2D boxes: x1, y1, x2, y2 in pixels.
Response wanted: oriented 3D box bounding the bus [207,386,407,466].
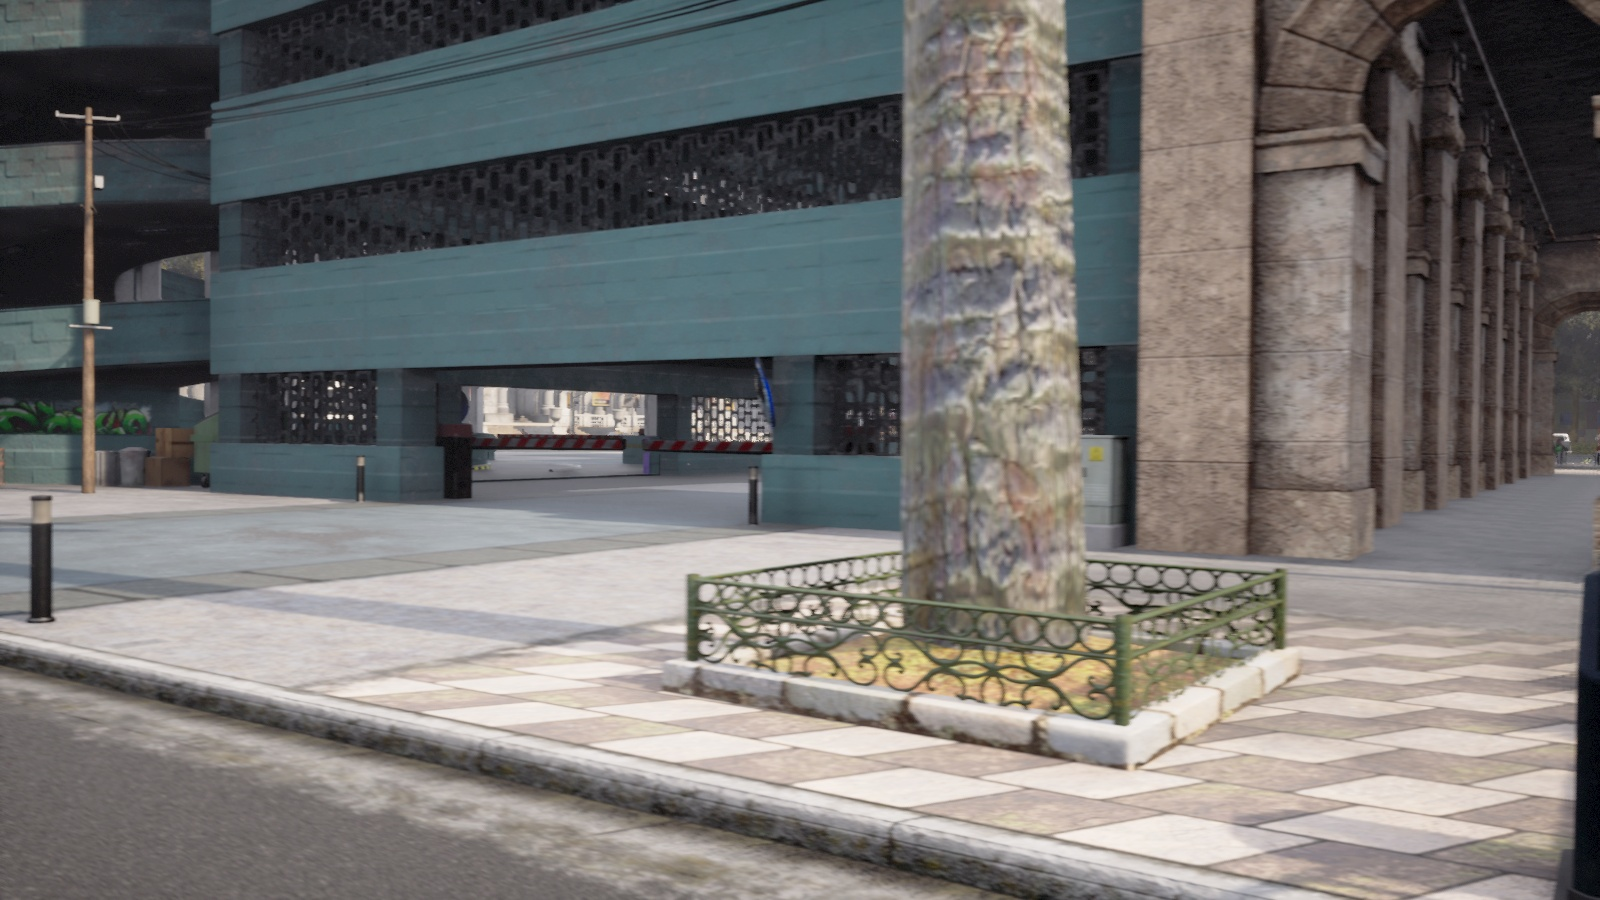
[{"bbox_3d":[-28.156,-1.377,72.352,3.944,4.253,10.273,0,1,34],"label":"bus"}]
